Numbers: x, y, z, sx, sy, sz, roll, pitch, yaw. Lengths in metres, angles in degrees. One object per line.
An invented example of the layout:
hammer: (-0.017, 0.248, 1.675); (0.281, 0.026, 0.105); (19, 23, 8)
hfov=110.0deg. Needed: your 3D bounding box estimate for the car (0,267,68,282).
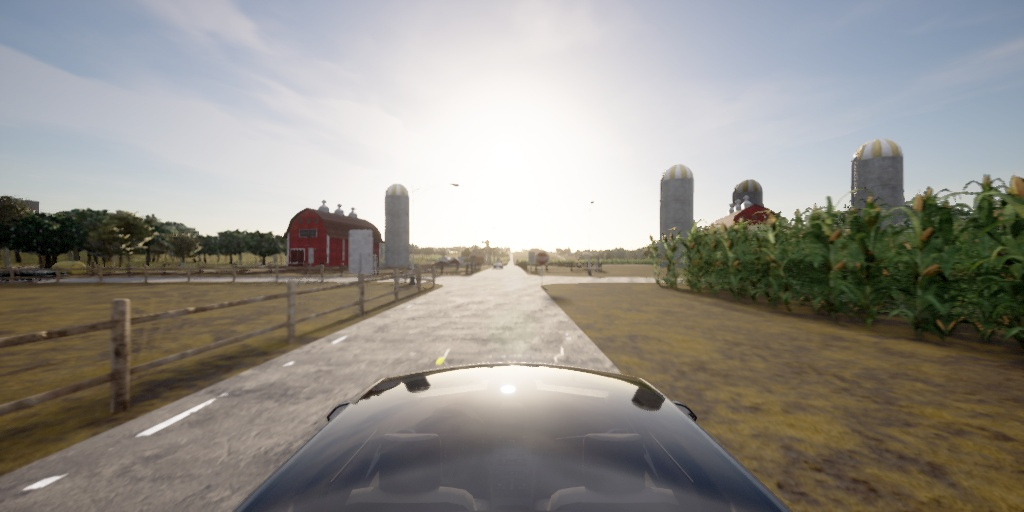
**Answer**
car: (-43.917, 1.674, 32.803); (4.718, 1.301, 1.895); (-1, 1, 0)
